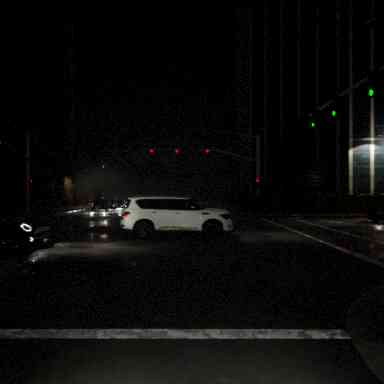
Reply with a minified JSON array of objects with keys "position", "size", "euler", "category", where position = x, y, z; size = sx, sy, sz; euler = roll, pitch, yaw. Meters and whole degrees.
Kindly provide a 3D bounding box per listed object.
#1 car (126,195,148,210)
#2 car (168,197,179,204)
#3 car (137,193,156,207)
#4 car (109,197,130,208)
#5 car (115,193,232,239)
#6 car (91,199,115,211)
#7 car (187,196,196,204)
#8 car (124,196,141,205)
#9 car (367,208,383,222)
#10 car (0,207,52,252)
[{"position":[-7.139,1.352,43.399],"size":[2.097,1.767,4.553],"euler":[0,0,0],"category":"car"},{"position":[-3.562,1.601,65.523],"size":[1.895,1.301,4.718],"euler":[0,0,0],"category":"car"},{"position":[-7.136,1.221,52.900],"size":[2.150,2.045,5.566],"euler":[0,0,0],"category":"car"},{"position":[-10.639,1.491,49.159],"size":[2.128,1.511,4.902],"euler":[0,0,0],"category":"car"},{"position":[-0.758,1.221,16.949],"size":[5.566,2.045,2.150],"euler":[0,0,-1],"category":"car"},{"position":[-10.617,1.526,39.890],"size":[1.812,1.442,4.674],"euler":[0,0,0],"category":"car"},{"position":[-0.062,1.525,64.957],"size":[1.812,1.442,4.674],"euler":[0,0,0],"category":"car"},{"position":[-10.608,1.491,59.342],"size":[2.128,1.511,4.902],"euler":[0,0,0],"category":"car"},{"position":[15.460,1.478,24.329],"size":[5.008,1.535,1.882],"euler":[0,0,-1],"category":"car"},{"position":[-8.141,1.352,13.367],"size":[4.553,1.767,2.097],"euler":[0,0,-1],"category":"car"}]
